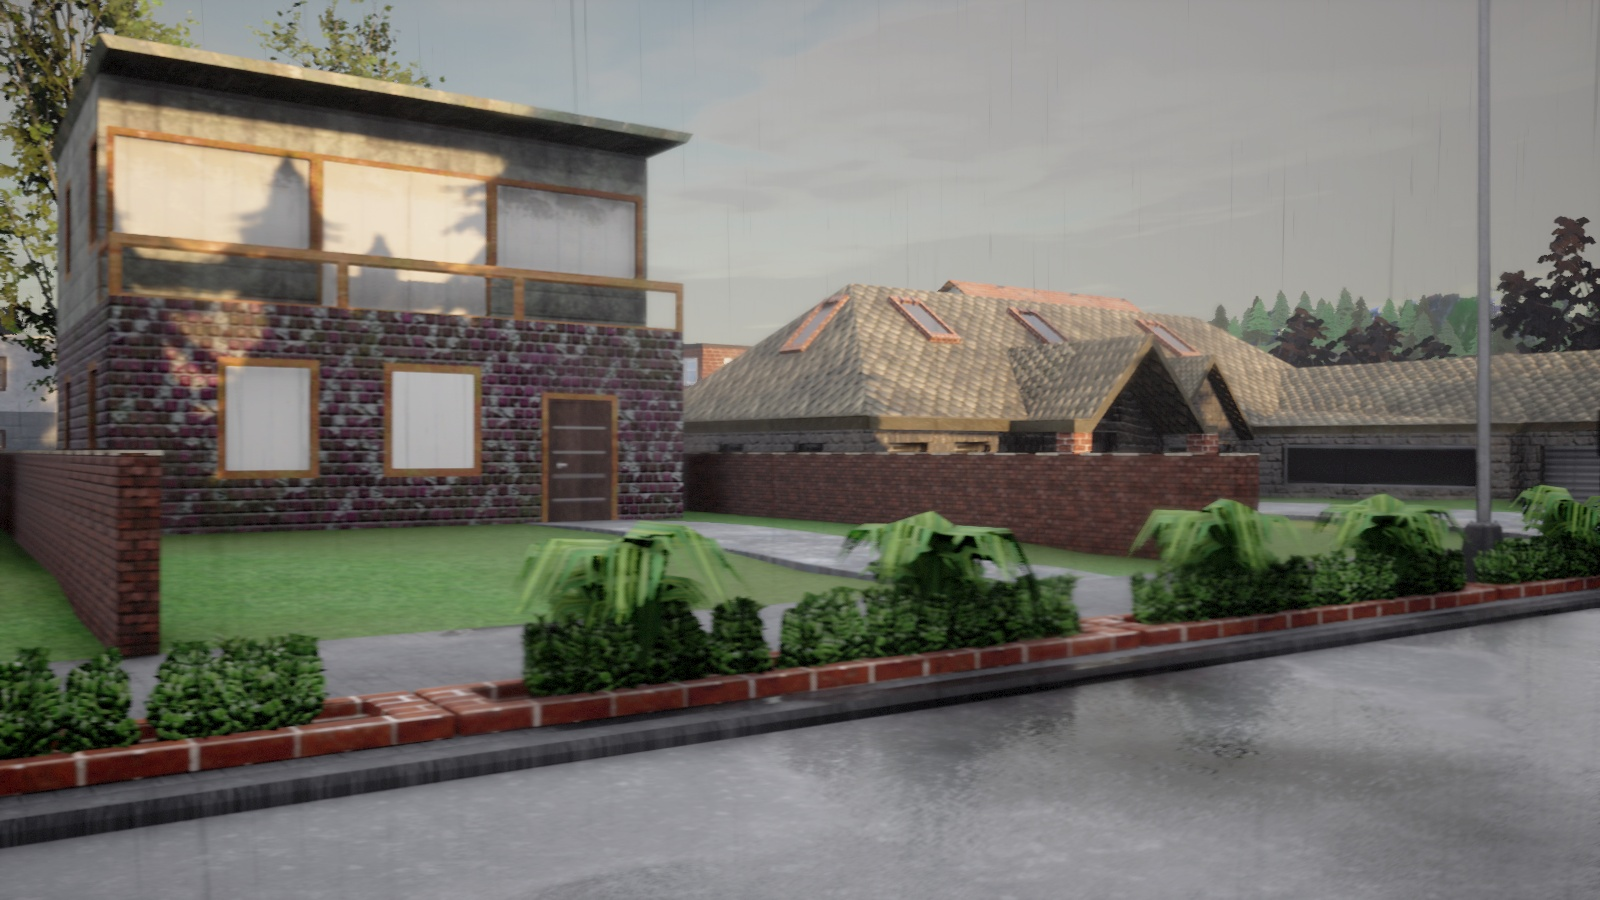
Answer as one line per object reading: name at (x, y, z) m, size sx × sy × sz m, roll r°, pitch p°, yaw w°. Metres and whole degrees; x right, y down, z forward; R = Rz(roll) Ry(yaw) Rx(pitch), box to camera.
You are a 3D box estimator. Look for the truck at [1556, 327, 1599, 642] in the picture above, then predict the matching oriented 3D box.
truck at (8.973, 0.265, 10.516) m, size 5.204 × 2.467 × 2.627 m, roll 0°, pitch 0°, yaw -35°
